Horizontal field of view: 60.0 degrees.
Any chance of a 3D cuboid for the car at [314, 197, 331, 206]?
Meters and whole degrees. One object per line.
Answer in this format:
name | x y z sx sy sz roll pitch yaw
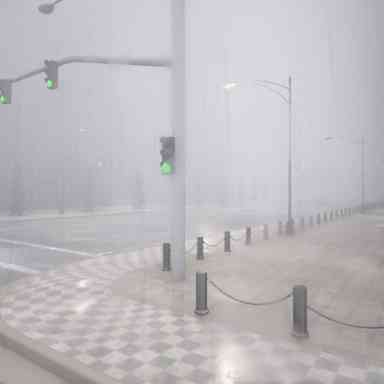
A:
car | 21.417 1.508 54.572 1.994 1.385 4.181 0 0 35
